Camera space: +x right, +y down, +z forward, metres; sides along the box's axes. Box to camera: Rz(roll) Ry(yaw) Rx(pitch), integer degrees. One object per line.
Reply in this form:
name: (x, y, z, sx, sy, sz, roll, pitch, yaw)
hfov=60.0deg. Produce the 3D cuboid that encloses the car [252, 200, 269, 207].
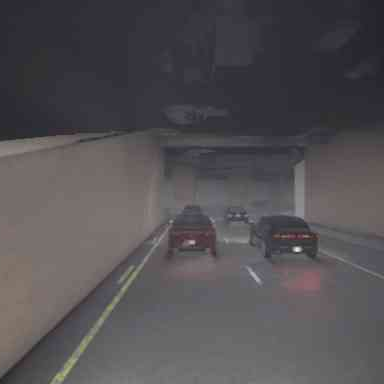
car: (14.861, 2.215, 65.179, 5.008, 1.535, 1.882, 0, -1, -29)

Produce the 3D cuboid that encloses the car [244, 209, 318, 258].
car: (3.510, 1.661, 13.469, 1.837, 1.490, 4.892, 0, 0, 0)

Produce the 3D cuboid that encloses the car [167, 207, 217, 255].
car: (0.016, 1.639, 14.196, 1.882, 1.535, 5.008, 0, 0, 0)

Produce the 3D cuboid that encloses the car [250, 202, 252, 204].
car: (13.561, 2.315, 68.513, 5.357, 1.411, 2.033, 0, -1, -28)

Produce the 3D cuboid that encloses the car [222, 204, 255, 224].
car: (3.541, 1.860, 27.490, 2.033, 1.411, 5.357, 0, -1, 2)

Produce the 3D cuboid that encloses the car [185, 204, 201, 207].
car: (0.111, 1.830, 28.451, 1.837, 1.490, 4.892, 0, 0, 3)
